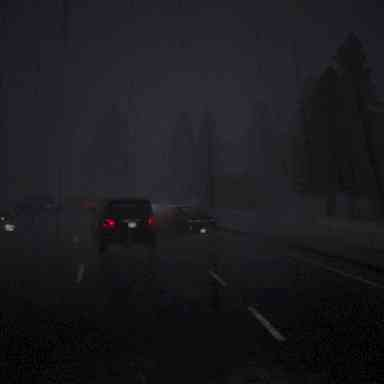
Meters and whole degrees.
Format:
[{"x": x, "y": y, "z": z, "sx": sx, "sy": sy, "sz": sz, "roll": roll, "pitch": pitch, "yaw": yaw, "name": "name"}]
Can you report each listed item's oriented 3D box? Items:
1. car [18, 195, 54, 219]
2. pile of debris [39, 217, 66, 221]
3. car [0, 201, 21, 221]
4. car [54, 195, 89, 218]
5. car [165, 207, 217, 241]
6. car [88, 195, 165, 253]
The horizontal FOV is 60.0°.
[{"x": -14.328, "y": 1.291, "z": 30.331, "sx": 5.566, "sy": 2.045, "sz": 2.150, "roll": 0, "pitch": 0, "yaw": 42, "name": "car"}, {"x": -11.702, "y": 2.232, "z": 27.951, "sx": 1.500, "sy": 0.140, "sz": 1.860, "roll": 0, "pitch": 0, "yaw": -44, "name": "pile of debris"}, {"x": -16.347, "y": 1.630, "z": 27.234, "sx": 5.357, "sy": 1.411, "sz": 2.033, "roll": 0, "pitch": 0, "yaw": 43, "name": "car"}, {"x": -10.647, "y": 1.272, "z": 31.656, "sx": 5.566, "sy": 2.045, "sz": 2.150, "roll": 0, "pitch": 0, "yaw": 44, "name": "car"}, {"x": -0.438, "y": 1.490, "z": 16.888, "sx": 2.128, "sy": 1.511, "sz": 4.902, "roll": 0, "pitch": 0, "yaw": -23, "name": "car"}, {"x": -3.031, "y": 1.237, "z": 14.193, "sx": 2.150, "sy": 2.045, "sz": 5.566, "roll": 0, "pitch": 0, "yaw": -20, "name": "car"}]
